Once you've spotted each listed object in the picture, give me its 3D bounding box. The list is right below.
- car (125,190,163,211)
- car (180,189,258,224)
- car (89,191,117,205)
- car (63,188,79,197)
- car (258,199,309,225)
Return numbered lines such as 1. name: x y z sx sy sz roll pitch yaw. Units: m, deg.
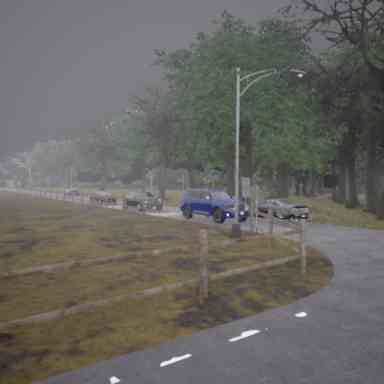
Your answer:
1. car: -4.443 0.727 30.135 2.097 1.767 4.553 0 1 -34
2. car: 1.373 0.834 21.957 2.150 2.045 5.566 0 1 -36
3. car: -10.323 0.612 38.412 1.882 1.535 5.008 0 1 -35
4. car: -21.609 0.079 59.346 1.837 1.490 4.892 0 1 -35
5. car: 5.193 1.167 21.563 2.128 1.511 4.902 0 1 -34
